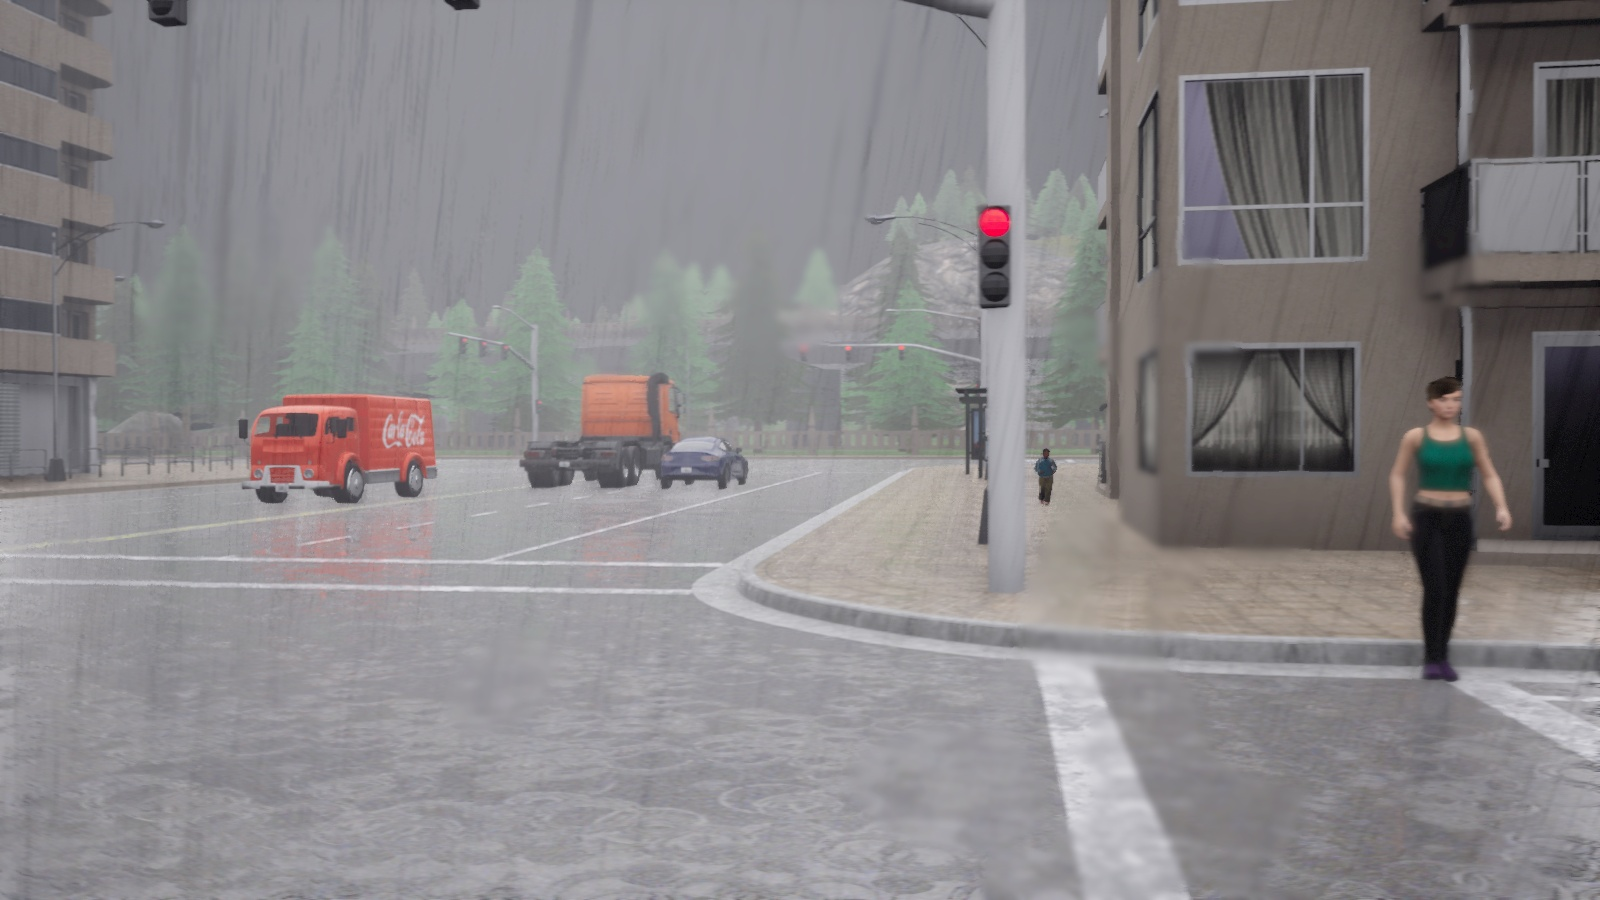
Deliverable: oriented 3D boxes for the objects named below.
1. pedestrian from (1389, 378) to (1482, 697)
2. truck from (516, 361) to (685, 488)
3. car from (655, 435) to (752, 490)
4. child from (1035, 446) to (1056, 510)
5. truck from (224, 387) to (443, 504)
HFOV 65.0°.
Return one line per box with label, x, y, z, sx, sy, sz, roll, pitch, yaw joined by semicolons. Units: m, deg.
pedestrian;3.811;0.499;7.559;0.345;1.836;0.594;0;1;12
truck;-5.854;-0.750;38.436;2.891;3.462;7.936;0;1;8
car;-2.678;0.308;35.981;1.812;1.442;4.674;0;1;8
child;4.645;0.532;23.772;0.343;1.192;0.448;0;1;7
truck;-10.703;-0.140;29.359;2.627;2.467;5.204;0;1;8
